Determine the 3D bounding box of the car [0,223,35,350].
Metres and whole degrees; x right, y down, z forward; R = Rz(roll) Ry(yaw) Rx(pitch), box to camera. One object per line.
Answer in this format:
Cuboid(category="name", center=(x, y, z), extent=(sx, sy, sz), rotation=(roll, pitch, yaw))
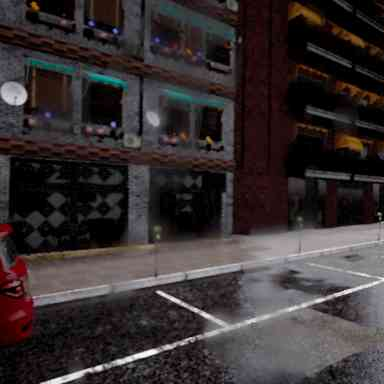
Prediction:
Cuboid(category="car", center=(-4.361, 1.305, 3.431), extent=(5.009, 1.841, 2.192), rotation=(0, 1, -35))
